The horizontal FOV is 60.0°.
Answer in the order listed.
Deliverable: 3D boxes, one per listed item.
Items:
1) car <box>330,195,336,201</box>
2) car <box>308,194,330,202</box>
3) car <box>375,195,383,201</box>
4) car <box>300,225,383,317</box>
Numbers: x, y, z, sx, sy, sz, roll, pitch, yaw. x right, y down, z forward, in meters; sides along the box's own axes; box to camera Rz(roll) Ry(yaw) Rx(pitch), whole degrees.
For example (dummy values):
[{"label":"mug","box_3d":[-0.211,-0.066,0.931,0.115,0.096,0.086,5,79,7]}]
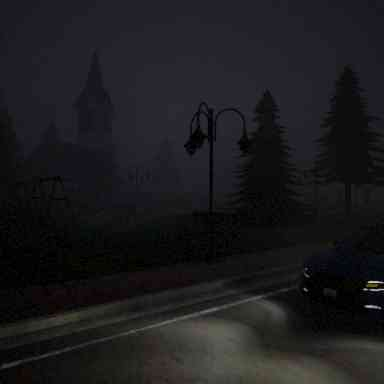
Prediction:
[{"label":"car","box_3d":[29.814,1.346,75.349,2.152,1.636,5.027,0,0,-36]},{"label":"car","box_3d":[27.317,1.355,73.450,2.007,1.523,4.514,0,0,-36]},{"label":"car","box_3d":[43.904,1.335,76.173,1.845,1.501,3.633,0,0,-36]},{"label":"car","box_3d":[4.403,1.476,7.257,5.008,1.535,1.882,0,-1,-36]}]
